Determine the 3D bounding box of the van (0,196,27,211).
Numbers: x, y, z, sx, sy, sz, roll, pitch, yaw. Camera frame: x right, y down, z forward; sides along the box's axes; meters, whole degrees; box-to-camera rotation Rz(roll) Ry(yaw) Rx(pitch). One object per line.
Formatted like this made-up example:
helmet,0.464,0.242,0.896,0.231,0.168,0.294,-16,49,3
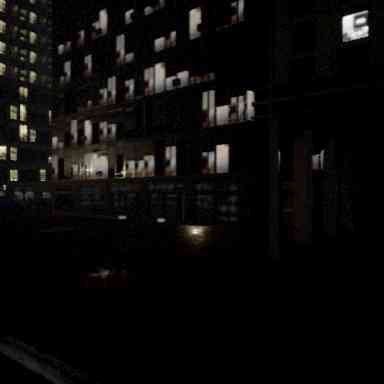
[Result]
van,-21.167,1.366,37.206,1.690,1.788,3.998,0,0,38

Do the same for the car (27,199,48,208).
car,-22.456,1.607,48.642,1.802,1.307,4.206,0,0,38

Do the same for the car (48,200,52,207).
car,-16.209,1.471,43.838,1.967,1.590,4.097,0,0,38
